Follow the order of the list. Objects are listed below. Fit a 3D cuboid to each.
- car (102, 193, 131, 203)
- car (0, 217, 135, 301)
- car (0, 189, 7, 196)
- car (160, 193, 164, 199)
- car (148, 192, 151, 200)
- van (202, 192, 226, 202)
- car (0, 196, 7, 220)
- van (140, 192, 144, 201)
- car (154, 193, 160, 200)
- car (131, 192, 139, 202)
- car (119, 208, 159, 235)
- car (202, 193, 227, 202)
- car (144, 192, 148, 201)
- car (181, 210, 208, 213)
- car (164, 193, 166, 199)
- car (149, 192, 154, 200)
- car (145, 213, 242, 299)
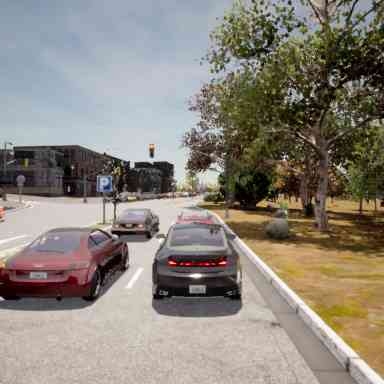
[{"bbox_3d":[-14.470,1.361,62.767,4.792,1.488,2.163,-1,0,-15],"label":"car"},{"bbox_3d":[-2.905,1.574,8.400,1.994,1.385,4.181,0,0,1],"label":"car"},{"bbox_3d":[-31.187,0.139,53.628,2.002,1.452,4.674,6,-3,-19],"label":"car"},{"bbox_3d":[-11.040,1.068,89.708,5.566,2.045,2.435,-1,0,-12],"label":"car"},{"bbox_3d":[-12.672,1.362,77.718,4.674,1.452,2.002,-1,0,-13],"label":"car"},{"bbox_3d":[4.256,1.045,65.369,4.442,1.987,1.878,1,0,-14],"label":"van"},{"bbox_3d":[-16.638,1.405,24.959,4.553,1.767,2.185,-1,0,-19],"label":"car"},{"bbox_3d":[-13.270,1.096,71.751,4.442,1.987,1.878,-1,0,-14],"label":"van"},{"bbox_3d":[-11.489,1.361,86.702,4.674,1.452,2.002,-1,0,-12],"label":"car"},{"bbox_3d":[-13.827,1.318,65.759,5.366,1.575,1.946,-1,0,-15],"label":"car"},{"bbox_3d":[-2.852,1.573,17.619,2.033,1.411,5.357,0,0,1],"label":"car"},{"bbox_3d":[4.639,1.144,68.339,4.553,1.767,2.185,1,0,-14],"label":"car"},{"bbox_3d":[-13.044,1.324,74.722,4.892,1.521,2.231,-1,0,-14],"label":"car"},{"bbox_3d":[0.151,1.626,17.715,1.895,1.301,4.718,0,0,0],"label":"car"},{"bbox_3d":[-10.619,1.319,92.687,5.008,1.535,2.097,-1,0,-12],"label":"car"},{"bbox_3d":[-12.301,1.362,80.720,4.674,1.452,2.002,-1,0,-13],"label":"car"},{"bbox_3d":[0.105,1.515,8.447,1.837,1.490,4.892,0,0,0],"label":"car"}]
